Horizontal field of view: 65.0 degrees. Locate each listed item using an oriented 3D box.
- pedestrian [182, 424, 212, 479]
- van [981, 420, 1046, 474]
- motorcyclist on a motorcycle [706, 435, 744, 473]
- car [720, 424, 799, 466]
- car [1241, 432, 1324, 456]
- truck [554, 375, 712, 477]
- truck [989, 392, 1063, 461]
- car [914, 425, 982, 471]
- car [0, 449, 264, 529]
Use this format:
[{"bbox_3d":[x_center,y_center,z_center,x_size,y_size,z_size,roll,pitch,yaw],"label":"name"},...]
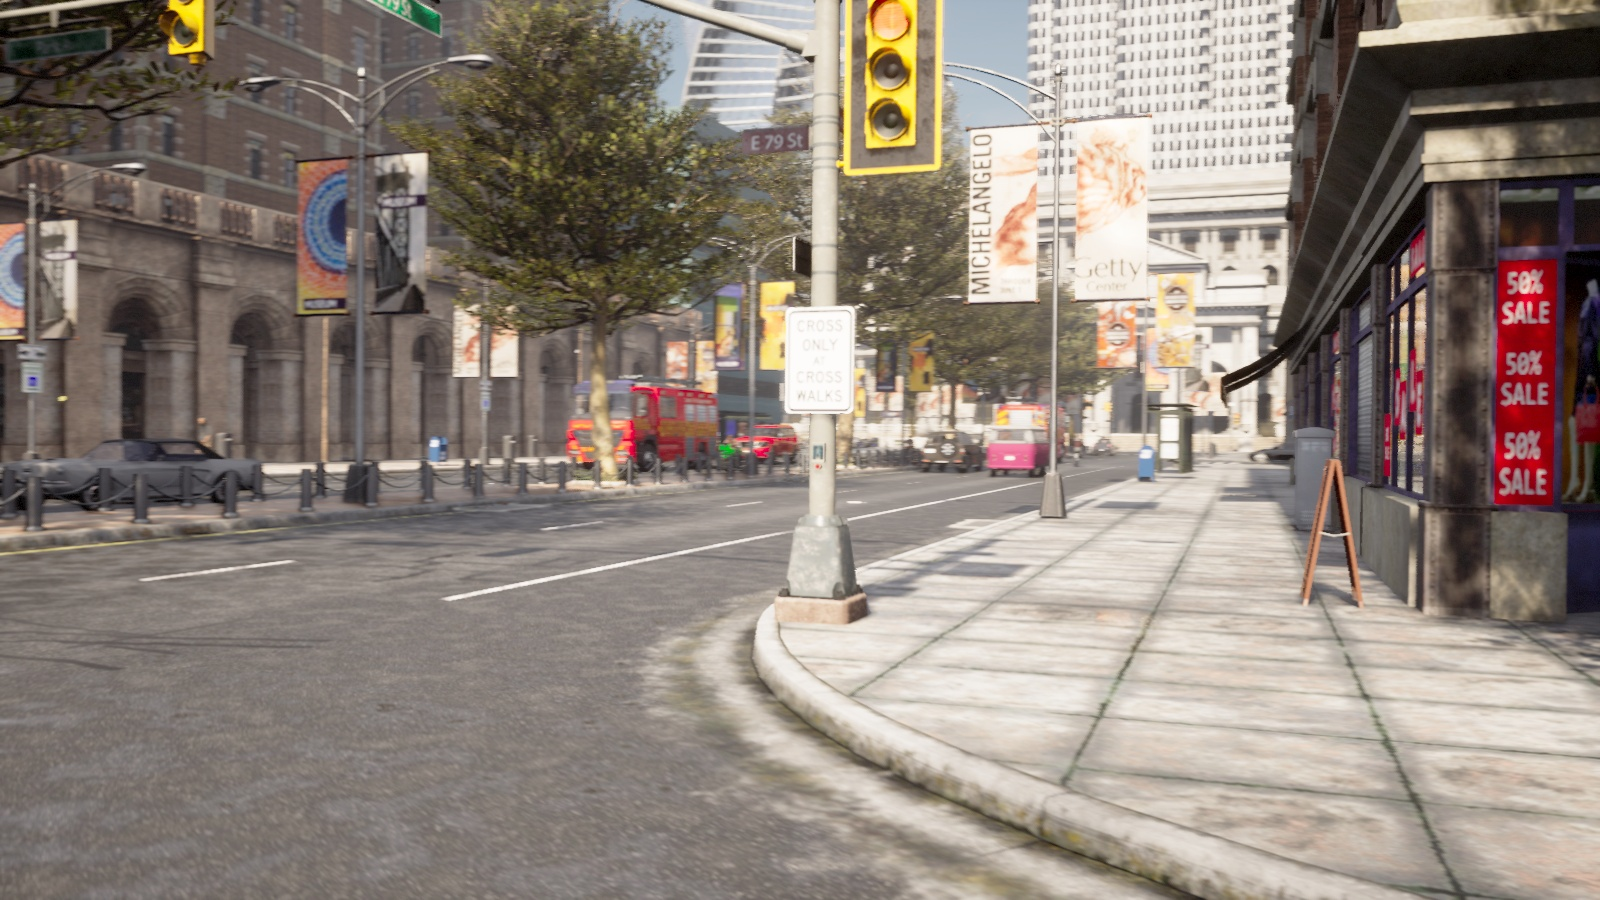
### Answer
[{"bbox_3d":[-20.436,0.061,42.570,0.540,1.848,0.694,0,1,19],"label":"pedestrian"},{"bbox_3d":[8.398,-0.131,49.062,1.775,1.987,4.442,0,1,19],"label":"van"},{"bbox_3d":[-3.035,0.159,51.212,0.797,1.523,2.044,0,1,19],"label":"motorcyclist on a motorcycle"},{"bbox_3d":[-2.018,-0.263,64.670,2.150,2.045,5.566,0,1,19],"label":"car"},{"bbox_3d":[30.188,-0.379,78.668,4.792,1.488,2.163,0,1,20],"label":"car"},{"bbox_3d":[-6.632,-0.964,51.542,2.891,3.827,8.468,0,1,19],"label":"truck"},{"bbox_3d":[13.387,-1.365,73.833,2.891,3.827,8.468,0,1,19],"label":"truck"},{"bbox_3d":[6.414,-0.107,53.973,1.932,1.855,4.605,0,1,19],"label":"car"},{"bbox_3d":[-12.628,0.660,23.684,1.895,1.301,4.718,0,1,20],"label":"car"}]
